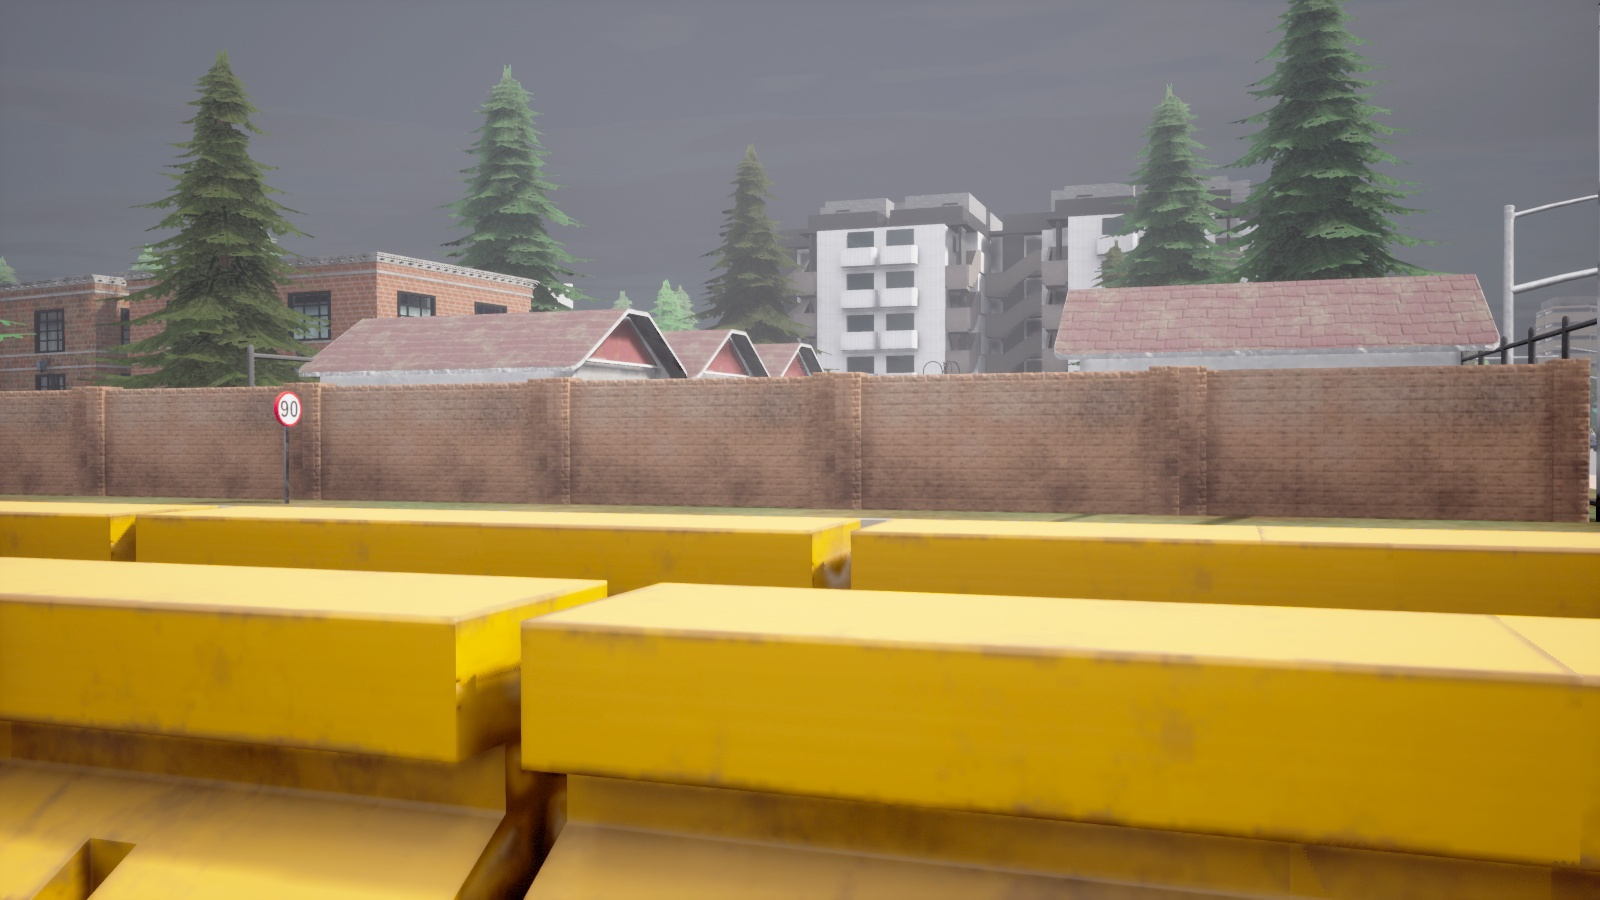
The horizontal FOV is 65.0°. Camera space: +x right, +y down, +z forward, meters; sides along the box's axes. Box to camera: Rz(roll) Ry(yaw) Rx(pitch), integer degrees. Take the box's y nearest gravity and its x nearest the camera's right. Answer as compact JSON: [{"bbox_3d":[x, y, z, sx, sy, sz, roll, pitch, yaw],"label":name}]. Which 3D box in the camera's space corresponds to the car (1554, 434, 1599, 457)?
[{"bbox_3d":[50.429,-0.323,81.439,1.970,1.475,3.806,1,1,20],"label":"car"}]
